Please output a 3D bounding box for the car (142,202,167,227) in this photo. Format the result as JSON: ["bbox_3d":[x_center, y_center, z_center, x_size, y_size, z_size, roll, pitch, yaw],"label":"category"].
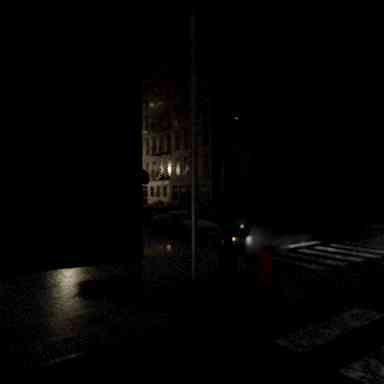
[{"bbox_3d":[-3.699,1.574,21.470,2.008,1.369,4.403,0,0,-35],"label":"car"}]

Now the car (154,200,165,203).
[{"bbox_3d":[-3.541,1.509,35.074,1.752,1.417,4.829,0,0,-35],"label":"car"}]

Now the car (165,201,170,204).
[{"bbox_3d":[-0.301,1.546,30.528,1.947,1.339,4.313,0,0,-35],"label":"car"}]

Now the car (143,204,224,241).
[{"bbox_3d":[-0.459,1.544,16.924,1.752,1.417,4.829,0,0,-35],"label":"car"}]

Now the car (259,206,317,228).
[{"bbox_3d":[5.983,1.538,21.713,1.947,1.339,4.313,0,0,-35],"label":"car"}]

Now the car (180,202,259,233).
[{"bbox_3d":[1.153,1.496,19.021,2.128,1.511,4.902,0,0,-35],"label":"car"}]

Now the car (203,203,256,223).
[{"bbox_3d":[2.841,1.558,26.121,1.802,1.307,4.206,0,0,-35],"label":"car"}]
